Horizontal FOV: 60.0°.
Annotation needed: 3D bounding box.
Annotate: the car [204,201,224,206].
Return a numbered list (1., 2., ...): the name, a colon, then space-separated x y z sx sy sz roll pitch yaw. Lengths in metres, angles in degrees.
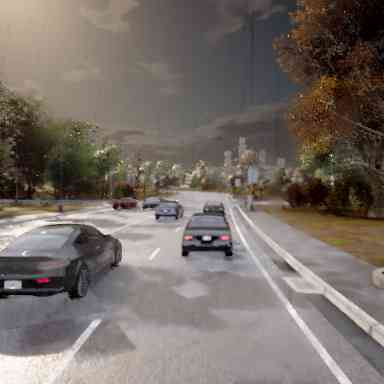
1. car: 2.042 1.479 30.699 1.895 1.301 4.718 0 0 5

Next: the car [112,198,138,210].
1. car: -7.831 1.391 39.252 1.895 1.301 4.718 0 1 6

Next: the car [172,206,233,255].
1. car: 0.611 1.519 13.150 2.033 1.411 5.357 0 0 3

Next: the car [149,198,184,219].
1. car: -1.789 1.443 27.341 2.033 1.411 5.357 0 0 5

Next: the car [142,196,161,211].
1. car: -4.390 1.280 38.513 1.882 1.535 5.008 0 0 6

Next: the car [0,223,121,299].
1. car: -3.123 1.503 8.291 1.812 1.442 4.674 0 0 2
